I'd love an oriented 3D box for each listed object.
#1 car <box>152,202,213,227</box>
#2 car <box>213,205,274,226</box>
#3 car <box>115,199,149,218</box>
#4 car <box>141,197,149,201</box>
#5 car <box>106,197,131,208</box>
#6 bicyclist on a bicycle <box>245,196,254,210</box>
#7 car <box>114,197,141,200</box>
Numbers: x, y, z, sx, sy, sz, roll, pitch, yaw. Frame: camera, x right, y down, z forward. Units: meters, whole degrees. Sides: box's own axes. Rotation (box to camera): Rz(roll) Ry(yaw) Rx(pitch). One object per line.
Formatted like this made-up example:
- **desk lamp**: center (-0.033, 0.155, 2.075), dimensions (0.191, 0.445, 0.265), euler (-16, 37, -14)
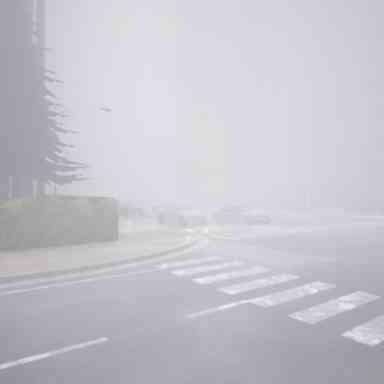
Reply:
- **car**: center (-0.850, 1.559, 23.701), dimensions (1.812, 1.442, 4.674), euler (0, 0, -35)
- **car**: center (3.467, 1.628, 23.676), dimensions (1.895, 1.301, 4.718), euler (0, 0, -36)
- **car**: center (-6.137, 1.633, 31.113), dimensions (1.895, 1.301, 4.718), euler (0, 0, -35)
- **car**: center (-8.399, 1.492, 52.545), dimensions (1.882, 1.535, 5.008), euler (0, 0, -35)
- **car**: center (-11.120, 1.498, 50.333), dimensions (1.882, 1.535, 5.008), euler (0, 0, -35)
- **bicyclist on a bicycle**: center (6.849, 1.307, 39.561), dimensions (1.656, 1.620, 0.582), euler (0, 0, -35)
- **car**: center (-8.740, 1.573, 40.831), dimensions (2.033, 1.411, 5.357), euler (0, 0, -35)
